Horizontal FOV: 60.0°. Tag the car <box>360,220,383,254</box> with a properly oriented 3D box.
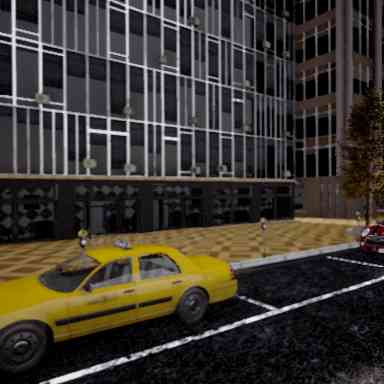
[{"bbox_3d":[7.984,1.443,12.290,4.097,1.590,1.967,0,-1,-36],"label":"car"}]

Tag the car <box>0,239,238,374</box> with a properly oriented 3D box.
[{"bbox_3d":[-1.398,1.526,5.575,4.829,1.417,1.752,0,-1,-36],"label":"car"}]
